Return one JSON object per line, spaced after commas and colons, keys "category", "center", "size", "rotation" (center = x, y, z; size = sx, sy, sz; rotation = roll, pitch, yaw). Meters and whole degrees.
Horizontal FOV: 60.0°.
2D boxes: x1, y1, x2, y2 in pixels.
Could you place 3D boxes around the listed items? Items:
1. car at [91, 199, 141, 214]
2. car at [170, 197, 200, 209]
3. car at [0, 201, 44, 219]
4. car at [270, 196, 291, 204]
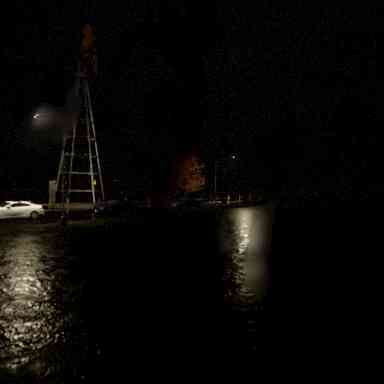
{"category": "car", "center": [-7.619, 1.420, 34.068], "size": [2.033, 1.411, 5.357], "rotation": [1, 1, 37]}
{"category": "car", "center": [-0.787, 1.361, 42.924], "size": [1.812, 1.442, 4.674], "rotation": [1, 1, 38]}
{"category": "car", "center": [-13.944, 1.433, 25.804], "size": [1.812, 1.442, 4.674], "rotation": [1, 1, 39]}
{"category": "car", "center": [15.894, 1.350, 59.353], "size": [2.033, 1.411, 5.357], "rotation": [1, 1, 40]}
